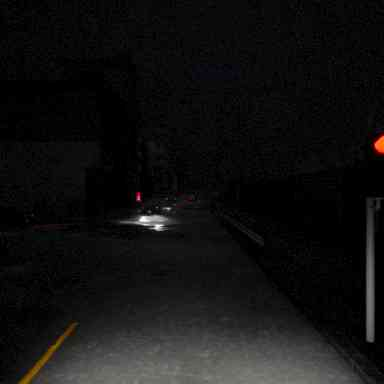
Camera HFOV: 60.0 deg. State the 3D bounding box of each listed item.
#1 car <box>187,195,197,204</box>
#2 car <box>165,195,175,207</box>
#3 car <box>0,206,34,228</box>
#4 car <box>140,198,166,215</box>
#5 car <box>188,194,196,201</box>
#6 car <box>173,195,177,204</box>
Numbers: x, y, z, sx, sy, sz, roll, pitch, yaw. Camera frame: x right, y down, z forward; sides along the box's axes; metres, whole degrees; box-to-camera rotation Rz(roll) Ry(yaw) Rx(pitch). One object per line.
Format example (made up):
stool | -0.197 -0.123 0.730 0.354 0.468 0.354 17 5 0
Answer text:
car | 0.040 1.491 66.313 2.128 1.511 4.902 0 0 0
car | -4.062 1.565 49.444 1.994 1.385 4.181 0 0 0
car | -12.967 1.601 21.508 4.718 1.301 1.895 0 0 -8
car | -4.072 1.601 34.103 1.895 1.301 4.718 0 0 0
car | 0.044 1.310 76.733 1.882 1.535 5.008 0 0 0
car | -4.000 1.351 65.424 2.097 1.767 4.553 0 0 1
